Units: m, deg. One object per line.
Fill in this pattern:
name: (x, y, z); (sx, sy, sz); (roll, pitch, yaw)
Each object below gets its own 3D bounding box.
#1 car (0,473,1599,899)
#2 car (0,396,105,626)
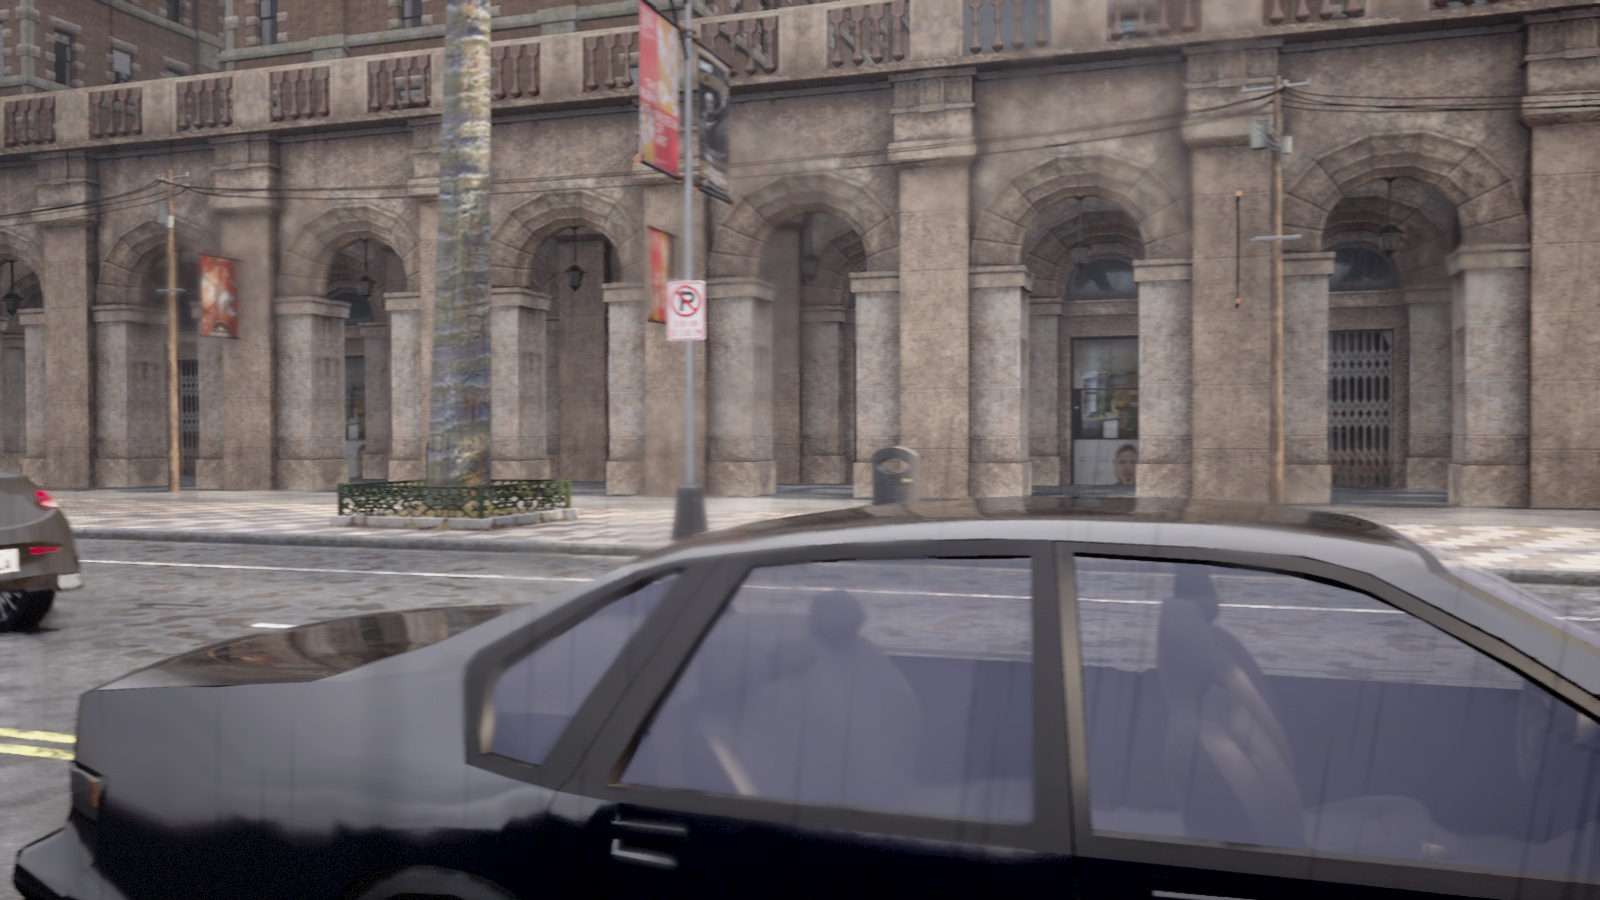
car: (0.746, 0.830, 2.943); (5.357, 1.411, 2.033); (1, 1, 19)
car: (-8.181, 0.420, 9.641); (5.027, 1.651, 2.152); (1, 1, 19)
